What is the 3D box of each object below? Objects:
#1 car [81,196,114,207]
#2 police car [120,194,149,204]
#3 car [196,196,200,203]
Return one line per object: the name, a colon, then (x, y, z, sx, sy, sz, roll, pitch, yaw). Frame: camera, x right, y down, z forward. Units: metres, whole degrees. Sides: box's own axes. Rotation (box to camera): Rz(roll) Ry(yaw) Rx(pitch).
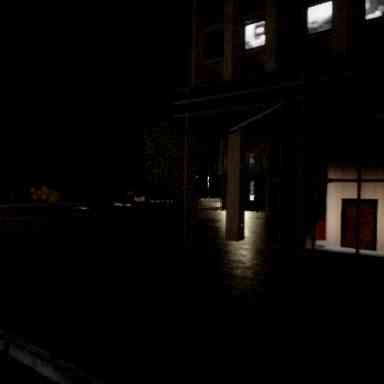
car: (-12.375, 1.232, 43.644, 1.994, 1.385, 4.181, 2, 1, 38)
police car: (-9.140, 1.093, 52.861, 2.038, 1.542, 4.974, 2, 1, 38)
car: (-0.404, 1.208, 58.713, 1.812, 1.442, 4.674, 2, 1, 38)
